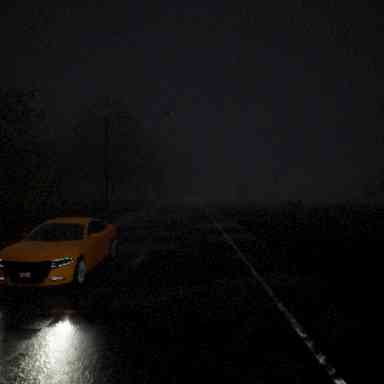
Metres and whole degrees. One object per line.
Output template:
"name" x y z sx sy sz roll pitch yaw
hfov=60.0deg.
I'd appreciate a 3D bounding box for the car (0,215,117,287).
"car" -3.547 1.481 9.594 1.882 1.535 5.008 0 0 1
